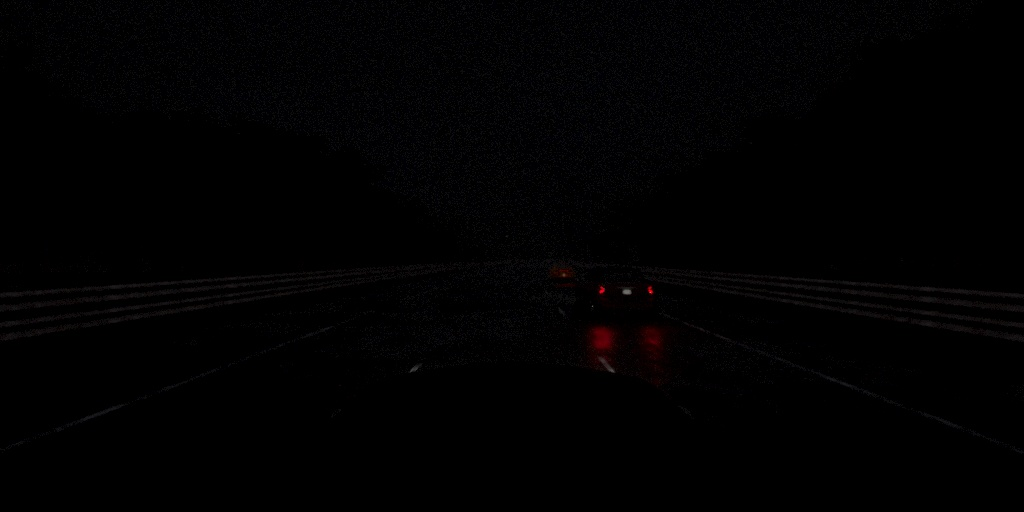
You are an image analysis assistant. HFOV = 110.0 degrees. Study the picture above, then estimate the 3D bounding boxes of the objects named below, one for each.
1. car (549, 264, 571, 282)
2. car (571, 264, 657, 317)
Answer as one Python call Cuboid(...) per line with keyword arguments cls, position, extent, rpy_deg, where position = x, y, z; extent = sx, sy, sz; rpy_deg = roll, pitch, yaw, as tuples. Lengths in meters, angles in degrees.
Cuboid(cls="car", position=(4.285, 1.406, 31.289), extent=(1.882, 1.535, 5.008), rpy_deg=(0, 0, 3))
Cuboid(cls="car", position=(3.722, 1.172, 13.635), extent=(2.097, 1.767, 4.553), rpy_deg=(0, 0, 1))
